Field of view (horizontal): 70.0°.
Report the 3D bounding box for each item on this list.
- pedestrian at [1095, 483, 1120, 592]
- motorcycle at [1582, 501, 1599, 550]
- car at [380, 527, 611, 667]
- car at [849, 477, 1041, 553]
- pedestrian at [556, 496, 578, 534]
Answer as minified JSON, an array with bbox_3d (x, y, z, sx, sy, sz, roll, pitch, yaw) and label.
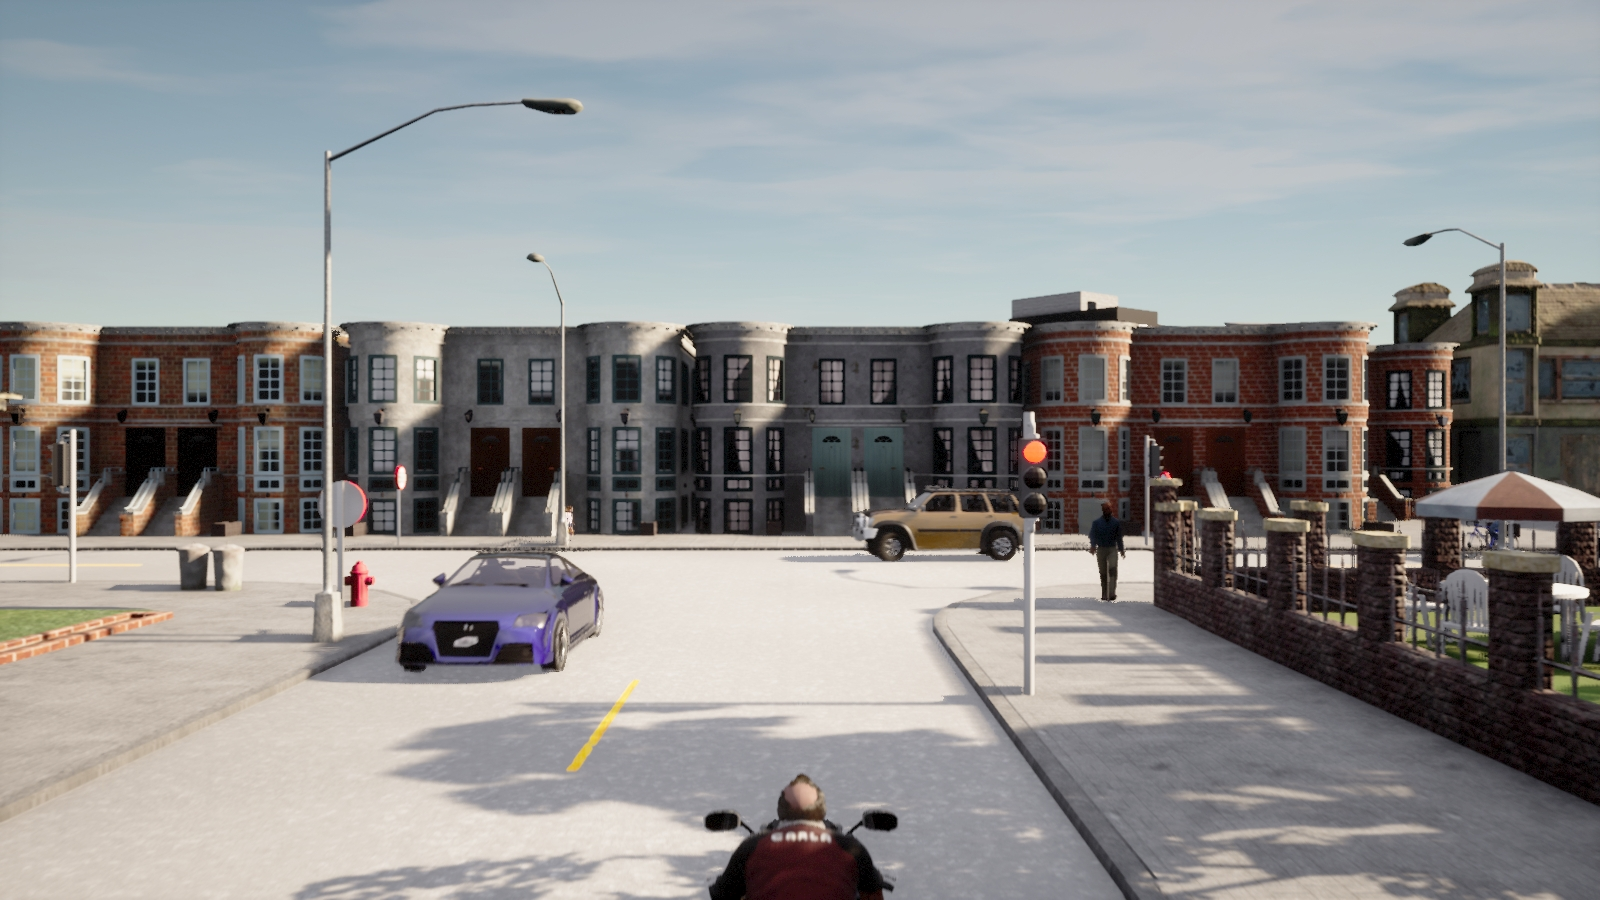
[{"bbox_3d":[5.361,1.516,19.928,0.375,1.860,0.375,0,0,9],"label":"pedestrian"},{"bbox_3d":[21.481,1.962,29.635,1.805,1.236,0.856,0,0,0],"label":"motorcycle"},{"bbox_3d":[-3.977,1.899,15.721,1.994,1.385,4.181,0,0,1],"label":"car"},{"bbox_3d":[3.671,1.645,29.405,4.605,1.855,1.932,0,-1,-6],"label":"car"},{"bbox_3d":[-6.862,1.905,33.675,0.500,1.100,0.500,0,0,10],"label":"pedestrian"}]
